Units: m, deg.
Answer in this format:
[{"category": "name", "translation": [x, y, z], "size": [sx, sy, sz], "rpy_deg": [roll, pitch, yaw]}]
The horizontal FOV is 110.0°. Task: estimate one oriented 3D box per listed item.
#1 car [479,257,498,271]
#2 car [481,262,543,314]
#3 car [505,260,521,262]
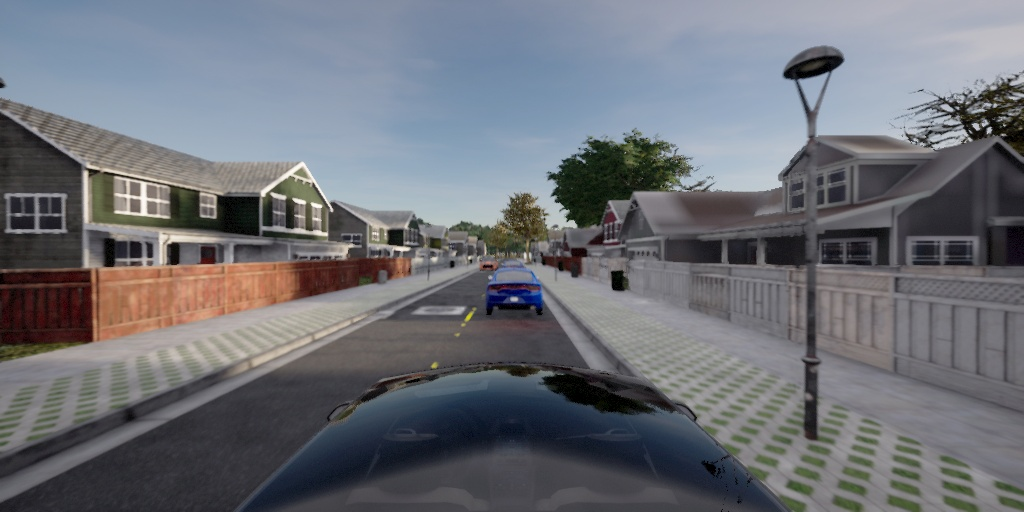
[{"category": "car", "translation": [-2.846, 0.904, 44.416], "size": [2.097, 1.767, 4.553], "rpy_deg": [0, 0, 0]}, {"category": "car", "translation": [0.079, 1.168, 13.517], "size": [1.882, 1.535, 5.008], "rpy_deg": [0, 0, 0]}, {"category": "car", "translation": [0.082, 1.087, 31.198], "size": [1.882, 1.535, 5.008], "rpy_deg": [0, 0, 0]}]
